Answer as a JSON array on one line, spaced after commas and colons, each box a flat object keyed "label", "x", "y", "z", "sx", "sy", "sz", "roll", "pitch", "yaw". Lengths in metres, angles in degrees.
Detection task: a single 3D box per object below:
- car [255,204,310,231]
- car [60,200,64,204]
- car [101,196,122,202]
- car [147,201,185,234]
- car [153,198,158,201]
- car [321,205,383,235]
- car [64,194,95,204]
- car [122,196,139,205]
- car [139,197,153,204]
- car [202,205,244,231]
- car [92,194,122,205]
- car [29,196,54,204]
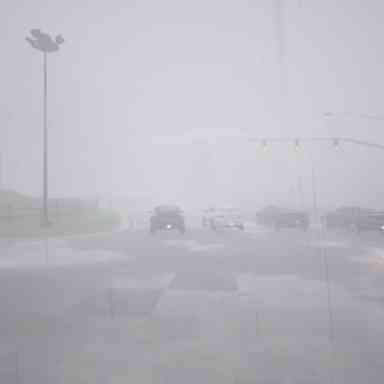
[{"label": "car", "x": 5.399, "y": 1.477, "z": 20.533, "sx": 1.882, "sy": 1.535, "sz": 5.008, "roll": 0, "pitch": 0, "yaw": -8}, {"label": "car", "x": -23.102, "y": 1.558, "z": 63.867, "sx": 4.892, "sy": 1.490, "sz": 1.837, "roll": 0, "pitch": 0, "yaw": 24}, {"label": "car", "x": -17.617, "y": 1.547, "z": 72.843, "sx": 4.181, "sy": 1.385, "sz": 1.994, "roll": 0, "pitch": 0, "yaw": 28}, {"label": "car", "x": -1.531, "y": 1.518, "z": 19.565, "sx": 1.837, "sy": 1.490, "sz": 4.892, "roll": 0, "pitch": 0, "yaw": -8}, {"label": "car", "x": -9.183, "y": 1.654, "z": 67.176, "sx": 4.718, "sy": 1.301, "sz": 1.895, "roll": 0, "pitch": 0, "yaw": 38}, {"label": "car", "x": 9.156, "y": 1.496, "z": 18.844, "sx": 1.837, "sy": 1.490, "sz": 4.892, "roll": 0, "pitch": 0, "yaw": -7}, {"label": "car", "x": -19.224, "y": 1.548, "z": 57.284, "sx": 5.008, "sy": 1.535, "sz": 1.882, "roll": 0, "pitch": 0, "yaw": 35}, {"label": "car", "x": -12.563, "y": 1.536, "z": 60.880, "sx": 5.008, "sy": 1.535, "sz": 1.882, "roll": 0, "pitch": 0, "yaw": 38}, {"label": "car", "x": -10.693, "y": 1.603, "z": 63.889, "sx": 5.357, "sy": 1.411, "sz": 2.033, "roll": 0, "pitch": 0, "yaw": 38}, {"label": "car", "x": 1.851, "y": 1.533, "z": 20.635, "sx": 1.812, "sy": 1.442, "sz": 4.674, "roll": 0, "pitch": 0, "yaw": -8}, {"label": "car", "x": -14.896, "y": 1.587, "z": 58.272, "sx": 4.674, "sy": 1.442, "sz": 1.812, "roll": 0, "pitch": 0, "yaw": 38}, {"label": "car", "x": -28.219, "y": 1.569, "z": 62.360, "sx": 5.008, "sy": 1.535, "sz": 1.882, "roll": 0, "pitch": 0, "yaw": 21}]
